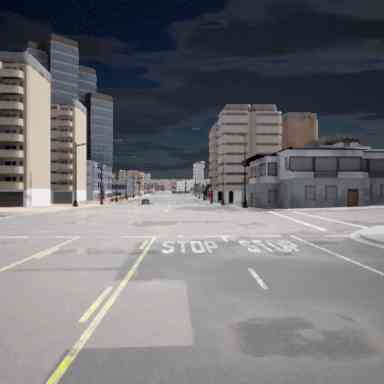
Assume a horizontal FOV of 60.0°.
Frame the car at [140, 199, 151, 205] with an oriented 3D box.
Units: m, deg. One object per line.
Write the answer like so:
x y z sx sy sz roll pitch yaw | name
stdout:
-10.567 2.229 76.022 1.812 1.442 4.674 0 -1 -3 | car
